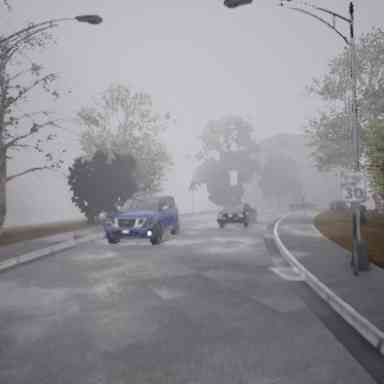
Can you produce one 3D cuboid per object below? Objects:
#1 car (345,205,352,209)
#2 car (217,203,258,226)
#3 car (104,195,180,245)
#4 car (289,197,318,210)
[{"bbox_3d":[23.561,2.776,51.103,4.674,1.442,1.812,5,-6,-29],"label":"car"},{"bbox_3d":[3.092,1.412,21.891,2.033,1.411,5.357,-1,0,20],"label":"car"},{"bbox_3d":[-2.094,1.186,15.668,2.150,2.045,5.566,-1,0,11],"label":"car"},{"bbox_3d":[12.860,1.346,38.205,2.128,1.511,4.902,-3,-5,41],"label":"car"}]
